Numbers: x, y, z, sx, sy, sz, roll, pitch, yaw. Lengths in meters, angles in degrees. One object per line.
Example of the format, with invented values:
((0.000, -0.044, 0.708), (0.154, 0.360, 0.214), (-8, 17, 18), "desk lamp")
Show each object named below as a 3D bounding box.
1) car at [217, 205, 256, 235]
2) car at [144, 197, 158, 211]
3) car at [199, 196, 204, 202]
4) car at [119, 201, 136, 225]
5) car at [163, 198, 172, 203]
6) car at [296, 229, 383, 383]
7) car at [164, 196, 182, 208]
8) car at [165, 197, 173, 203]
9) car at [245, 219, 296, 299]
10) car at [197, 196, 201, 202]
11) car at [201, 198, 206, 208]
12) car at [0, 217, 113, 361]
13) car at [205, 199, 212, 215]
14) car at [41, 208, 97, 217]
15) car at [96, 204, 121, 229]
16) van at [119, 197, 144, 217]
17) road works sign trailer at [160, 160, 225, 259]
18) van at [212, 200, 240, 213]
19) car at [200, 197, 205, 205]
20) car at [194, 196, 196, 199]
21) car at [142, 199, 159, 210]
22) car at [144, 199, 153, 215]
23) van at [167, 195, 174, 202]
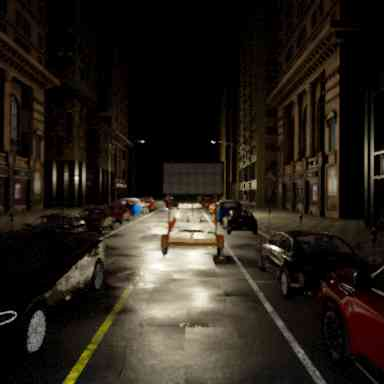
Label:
((2.756, 1.688, 19.665), (2.008, 1.369, 4.403), (0, 0, 0), "car")
((-5.842, 1.525, 42.101), (2.192, 1.841, 5.009), (0, 0, 0), "car")
((2.624, 1.905, 59.166), (1.752, 1.417, 4.829), (0, 0, 0), "car")
((-5.787, 1.652, 25.244), (1.887, 1.381, 4.507), (0, 0, 0), "car")
((-5.976, 2.045, 81.427), (1.802, 1.307, 4.206), (0, 0, 0), "car")
((2.815, 1.353, 2.811), (2.192, 1.841, 5.009), (0, 0, 0), "car")
((-3.129, 1.873, 54.733), (1.994, 1.385, 4.181), (0, 0, 0), "car")
((-5.995, 2.066, 87.045), (1.947, 1.339, 4.313), (0, 0, 0), "car")
((2.794, 1.621, 8.428), (2.008, 1.369, 4.403), (0, 0, 0), "car")
((2.586, 2.019, 70.233), (1.947, 1.339, 4.313), (0, 0, 0), "car")
((2.662, 1.890, 47.759), (1.802, 1.307, 4.206), (0, 0, 0), "car")
((-3.061, 1.491, 6.189), (1.882, 1.535, 5.008), (0, 0, 0), "car")
((2.699, 1.766, 36.692), (1.752, 1.417, 4.829), (0, 0, 0), "car")
((-5.750, 1.590, 14.014), (2.008, 1.369, 4.403), (0, 0, 0), "car")
((-5.768, 1.618, 19.626), (1.887, 1.381, 4.507), (0, 0, 0), "car")
((-5.804, 1.482, 30.864), (1.690, 1.788, 3.998), (0, 0, 0), "van")
((0.024, 0.541, 13.030), (2.380, 3.560, 2.880), (0, 0, 0), "road works sign trailer")
((2.739, 1.512, 25.285), (1.690, 1.788, 3.998), (0, 0, 0), "van")
((2.643, 1.925, 53.377), (1.802, 1.307, 4.206), (0, 0, 0), "car")
((2.512, 1.917, 92.709), (2.192, 1.841, 5.009), (0, 0, 0), "car")
((-5.862, 1.768, 47.548), (1.752, 1.417, 4.829), (0, 0, 0), "car")
((-5.825, 1.726, 36.481), (2.008, 1.369, 4.403), (0, 0, 0), "car")
((-6.012, 1.879, 92.665), (1.690, 1.788, 3.998), (0, 0, 0), "van")
